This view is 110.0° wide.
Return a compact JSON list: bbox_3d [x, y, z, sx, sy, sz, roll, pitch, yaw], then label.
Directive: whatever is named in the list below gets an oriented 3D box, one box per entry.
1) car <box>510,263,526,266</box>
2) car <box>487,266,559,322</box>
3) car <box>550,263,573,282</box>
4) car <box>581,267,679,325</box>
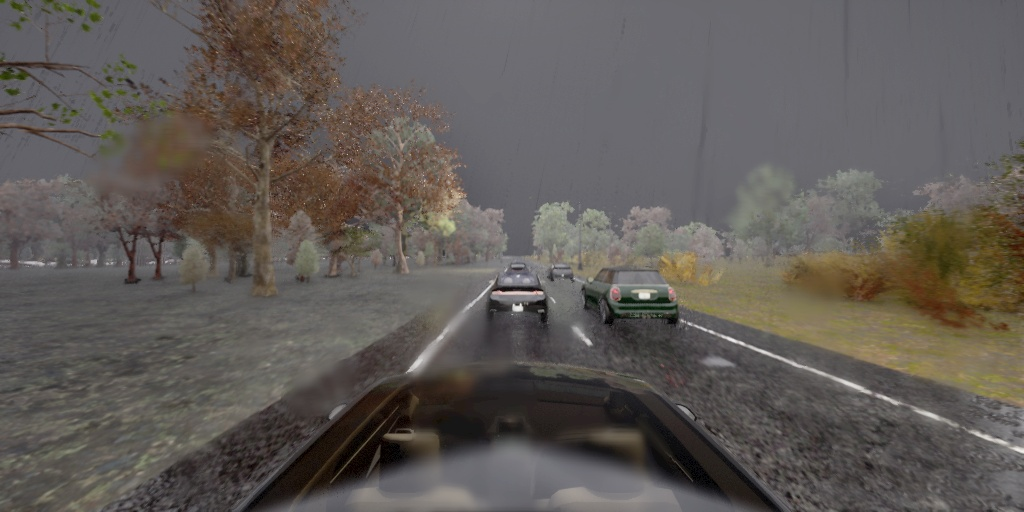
[{"bbox_3d":[0.497,1.325,30.457,1.837,1.490,4.892,0,0,1],"label":"car"},{"bbox_3d":[0.190,1.268,12.450,2.128,1.511,4.902,0,0,1],"label":"car"},{"bbox_3d":[3.995,1.312,30.306,2.128,1.511,4.902,0,0,1],"label":"car"},{"bbox_3d":[3.686,1.128,12.035,2.097,1.767,4.553,0,0,1],"label":"car"}]
